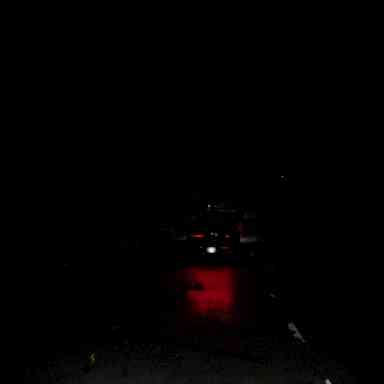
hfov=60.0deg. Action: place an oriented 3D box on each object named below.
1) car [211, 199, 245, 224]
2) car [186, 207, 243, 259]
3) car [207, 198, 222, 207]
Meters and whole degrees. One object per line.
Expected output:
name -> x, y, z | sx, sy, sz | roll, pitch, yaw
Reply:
car -> 3.262, 1.633, 27.499 | 2.128, 1.511, 4.902 | 0, 0, 13
car -> 0.900, 1.570, 12.868 | 1.837, 1.490, 4.892 | 0, 0, 7
car -> 3.259, 1.576, 39.805 | 2.097, 1.767, 4.553 | 0, 0, 17
